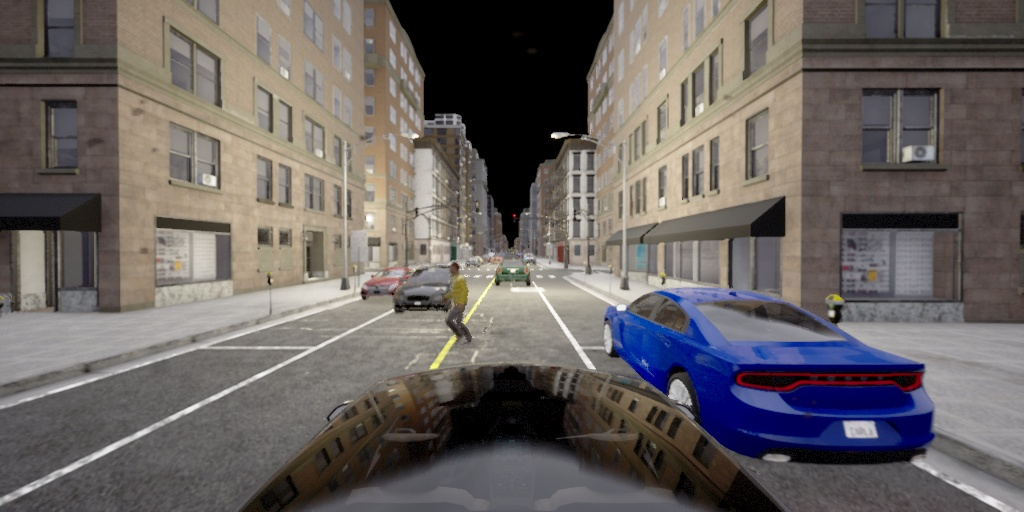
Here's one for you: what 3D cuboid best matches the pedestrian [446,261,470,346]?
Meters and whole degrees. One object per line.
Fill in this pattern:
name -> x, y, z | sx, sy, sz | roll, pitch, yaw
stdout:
pedestrian -> -1.149, 0.980, 7.625 | 0.375, 1.860, 0.375 | 0, 1, -10

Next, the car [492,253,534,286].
car -> 0.086, 0.874, 22.839 | 2.097, 1.767, 4.553 | 0, 1, 1

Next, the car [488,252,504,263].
car -> -2.649, 0.416, 64.780 | 2.097, 1.767, 4.553 | 0, 1, 1

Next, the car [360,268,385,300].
car -> -5.357, 1.175, 16.338 | 1.802, 1.307, 4.207 | 0, 0, 0

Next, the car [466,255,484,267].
car -> -5.287, 0.789, 48.893 | 2.007, 1.370, 4.403 | 0, 0, 0

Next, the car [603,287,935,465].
car -> 2.756, 1.189, 5.304 | 1.882, 1.535, 5.008 | 0, 1, 0

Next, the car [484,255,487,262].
car -> -5.280, 0.704, 54.129 | 1.751, 1.417, 4.829 | 0, 0, 0

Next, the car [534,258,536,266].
car -> 2.754, 0.729, 54.282 | 2.007, 1.370, 4.403 | 0, 0, 0

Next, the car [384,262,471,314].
car -> -2.818, 1.132, 13.162 | 1.837, 1.490, 4.892 | 0, 1, 0
